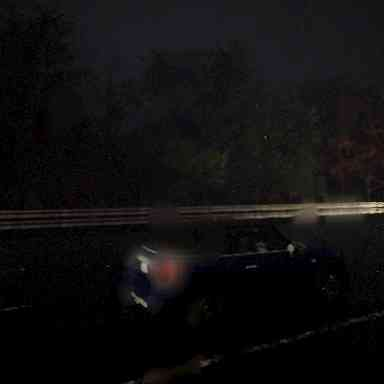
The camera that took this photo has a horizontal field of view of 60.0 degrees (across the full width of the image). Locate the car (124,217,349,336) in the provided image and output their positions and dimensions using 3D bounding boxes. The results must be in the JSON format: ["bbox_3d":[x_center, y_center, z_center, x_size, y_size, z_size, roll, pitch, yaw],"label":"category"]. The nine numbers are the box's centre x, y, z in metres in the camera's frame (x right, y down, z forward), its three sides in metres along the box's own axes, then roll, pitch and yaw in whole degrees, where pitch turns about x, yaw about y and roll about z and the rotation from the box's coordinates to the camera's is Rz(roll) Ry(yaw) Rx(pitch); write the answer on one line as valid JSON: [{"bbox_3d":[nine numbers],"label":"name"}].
[{"bbox_3d":[1.036,1.344,6.821,4.553,1.767,2.097,0,0,-28],"label":"car"}]
